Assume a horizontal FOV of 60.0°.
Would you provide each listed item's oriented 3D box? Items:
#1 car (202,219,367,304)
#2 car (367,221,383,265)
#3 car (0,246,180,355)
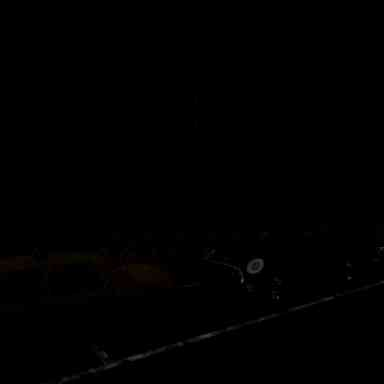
[{"bbox_3d":[2.212,1.507,8.223,4.097,1.590,1.967,1,0,-35],"label":"car"},{"bbox_3d":[6.771,1.670,11.475,4.507,1.381,1.887,1,0,-35],"label":"car"},{"bbox_3d":[-2.488,1.532,4.871,4.829,1.417,1.752,1,0,-35],"label":"car"}]
